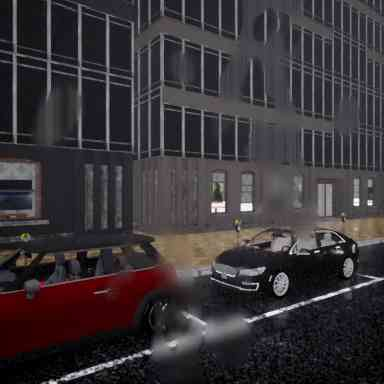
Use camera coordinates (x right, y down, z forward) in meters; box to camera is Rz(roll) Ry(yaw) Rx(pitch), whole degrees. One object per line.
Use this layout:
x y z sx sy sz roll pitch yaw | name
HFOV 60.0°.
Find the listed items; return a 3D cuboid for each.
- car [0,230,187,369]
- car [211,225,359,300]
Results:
-2.177 1.440 5.008 4.097 1.590 1.967 0 0 -36 | car
2.456 1.550 8.314 4.403 1.369 2.008 0 0 -36 | car
